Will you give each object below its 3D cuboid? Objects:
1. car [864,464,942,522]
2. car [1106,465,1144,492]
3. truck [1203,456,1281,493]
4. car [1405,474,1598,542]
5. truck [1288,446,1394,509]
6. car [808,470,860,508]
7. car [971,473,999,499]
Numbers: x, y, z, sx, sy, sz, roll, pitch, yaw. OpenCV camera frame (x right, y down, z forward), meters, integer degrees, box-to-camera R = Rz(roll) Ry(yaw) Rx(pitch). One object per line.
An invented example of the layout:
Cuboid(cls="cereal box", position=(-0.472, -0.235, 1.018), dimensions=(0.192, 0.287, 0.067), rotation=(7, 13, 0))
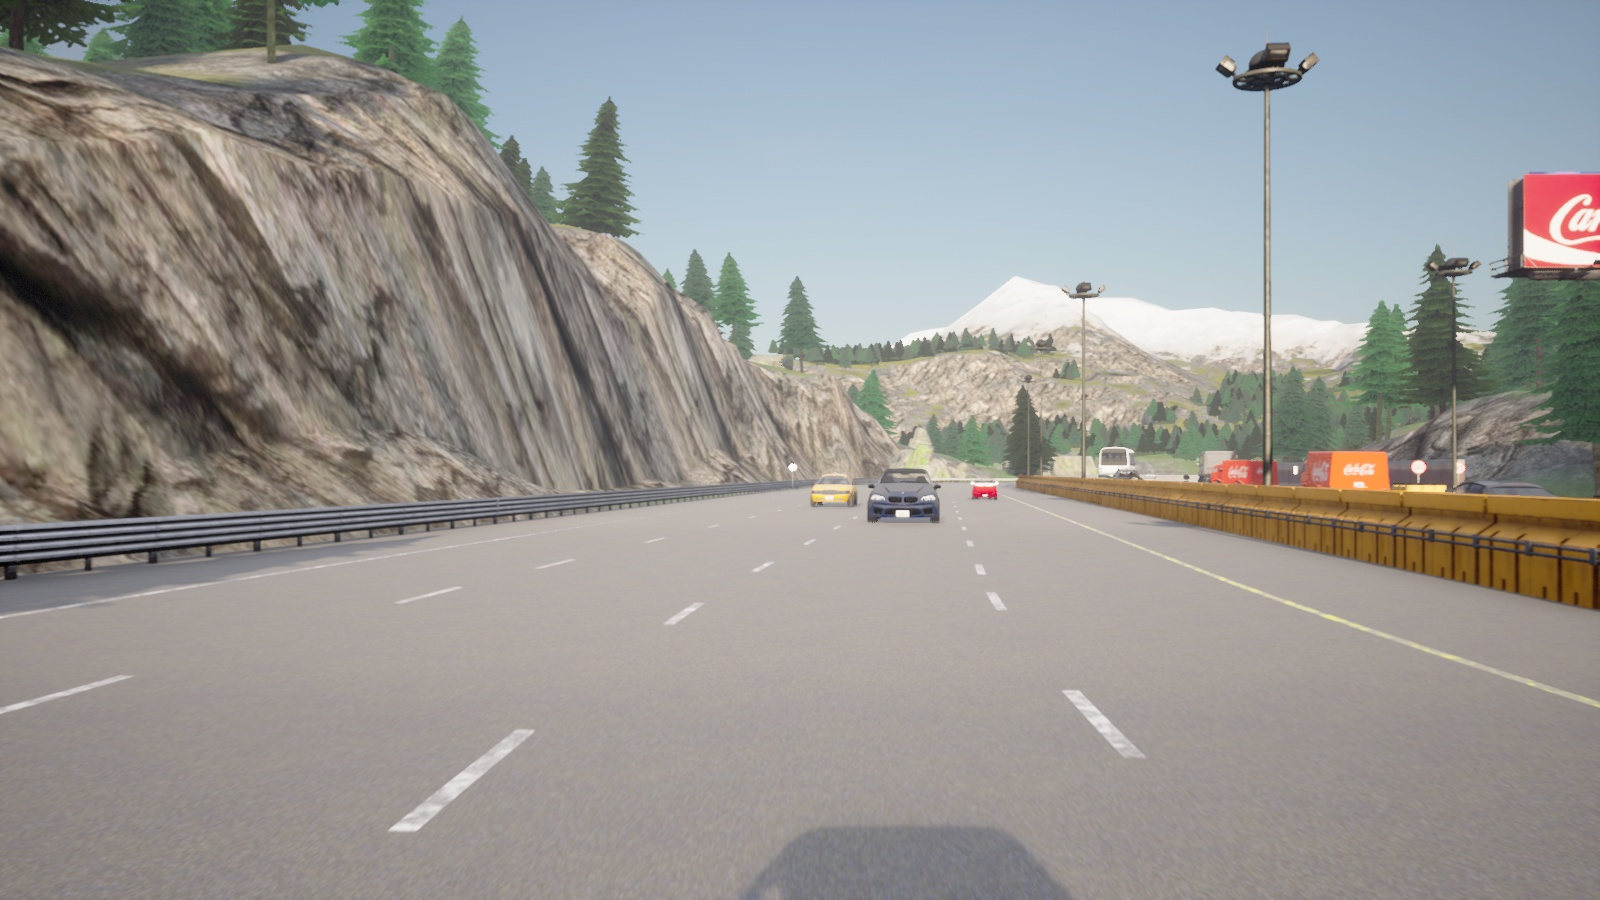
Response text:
Cuboid(cls="car", position=(3.264, 1.298, 38.950), dimensions=(2.242, 1.667, 4.611), rotation=(0, -1, 6))
Cuboid(cls="car", position=(22.847, 2.021, 88.419), dimensions=(1.932, 1.855, 4.605), rotation=(0, -1, 6))
Cuboid(cls="truck", position=(31.193, 1.699, 88.803), dimensions=(2.627, 2.467, 5.204), rotation=(0, 0, -17))
Cuboid(cls="car", position=(16.283, 1.293, 29.534), dimensions=(2.033, 1.411, 5.357), rotation=(0, -1, 6))
Cuboid(cls="truck", position=(22.355, 1.117, 52.152), dimensions=(2.627, 2.467, 5.204), rotation=(0, -1, 6))
Cuboid(cls="car", position=(1.545, 1.668, 54.990), dimensions=(1.801, 1.575, 5.366), rotation=(0, -1, 6))
Cuboid(cls="car", position=(10.187, 1.988, 69.229), dimensions=(1.481, 1.376, 2.207), rotation=(0, -1, 6))
